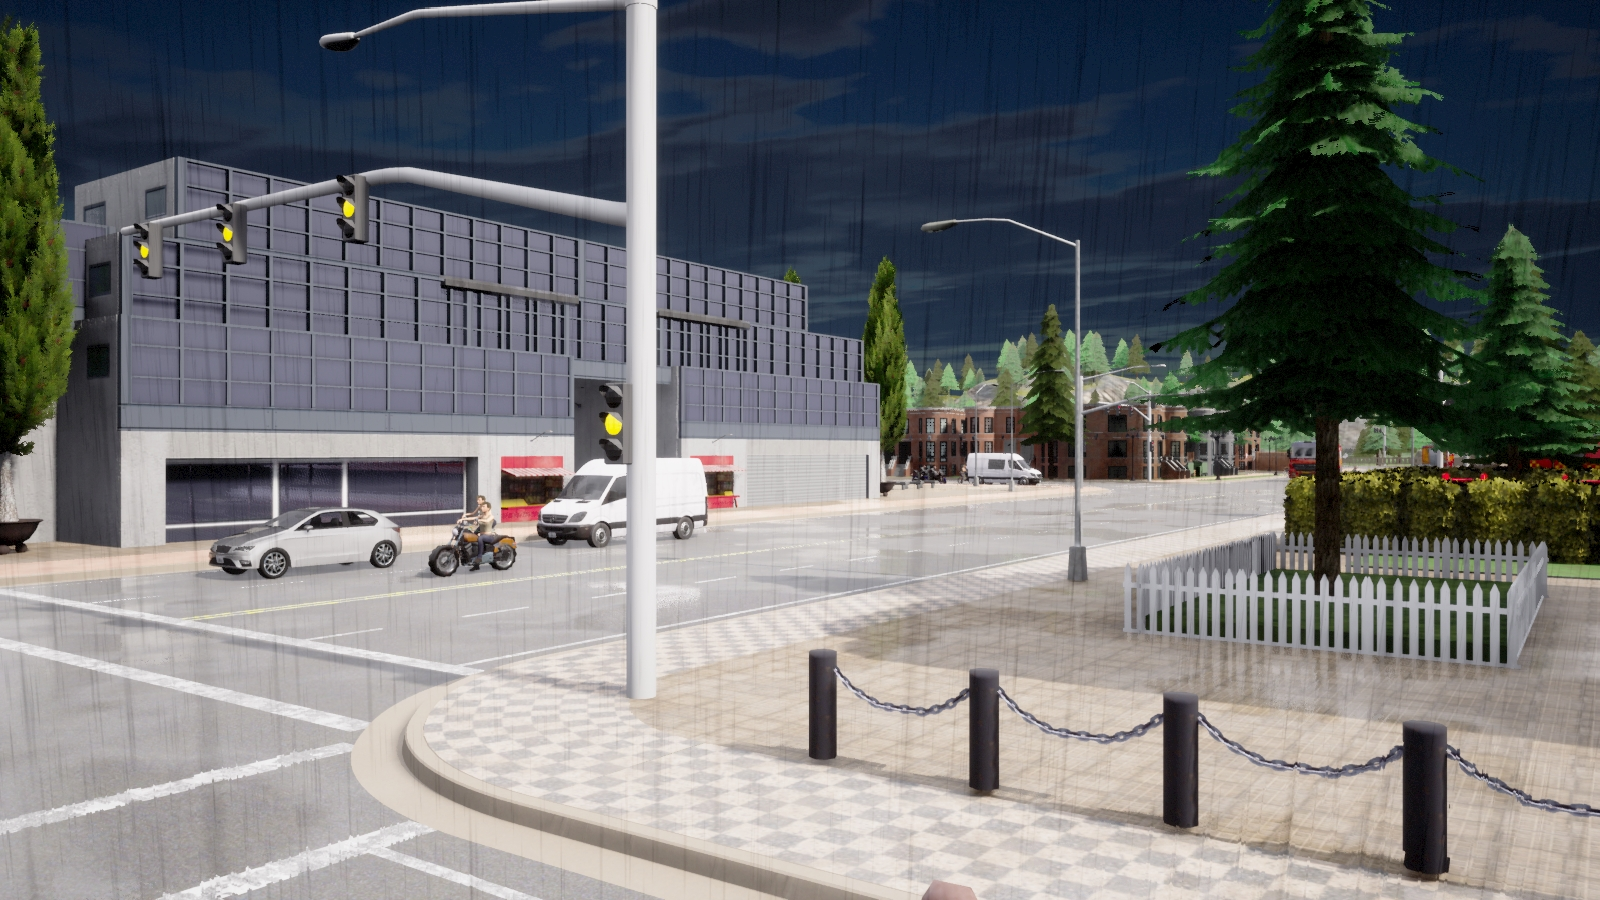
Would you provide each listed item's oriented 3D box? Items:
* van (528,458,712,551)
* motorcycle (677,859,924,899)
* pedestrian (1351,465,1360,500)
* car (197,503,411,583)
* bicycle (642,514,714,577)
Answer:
[{"bbox_3d":[-5.344,1.534,34.831,1.988,2.561,5.915,0,0,35],"label":"van"},{"bbox_3d":[0.509,2.205,3.428,2.209,1.251,0.867,0,0,35],"label":"motorcycle"},{"bbox_3d":[29.146,1.695,59.944,0.375,1.860,0.375,0,0,32],"label":"pedestrian"},{"bbox_3d":[-11.323,2.066,26.349,1.816,1.474,4.193,0,0,35],"label":"car"},{"bbox_3d":[-2.783,2.158,26.094,0.859,1.276,1.487,0,0,35],"label":"bicycle"}]
